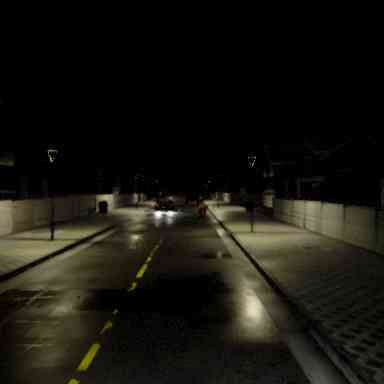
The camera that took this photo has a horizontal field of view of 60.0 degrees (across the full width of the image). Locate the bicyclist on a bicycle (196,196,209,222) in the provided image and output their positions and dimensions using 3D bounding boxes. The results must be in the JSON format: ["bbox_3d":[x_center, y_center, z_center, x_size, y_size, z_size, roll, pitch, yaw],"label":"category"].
[{"bbox_3d":[0.777,1.279,23.326,0.866,1.612,1.509,0,0,0],"label":"bicyclist on a bicycle"}]

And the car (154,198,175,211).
[{"bbox_3d":[-2.860,1.325,35.494,1.994,1.385,4.181,0,0,0],"label":"car"}]

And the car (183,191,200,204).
[{"bbox_3d":[0.052,0.856,54.892,2.150,2.045,5.566,0,0,0],"label":"car"}]

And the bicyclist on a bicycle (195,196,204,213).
[{"bbox_3d":[0.774,1.213,33.230,0.866,1.612,1.509,0,0,0],"label":"bicyclist on a bicycle"}]

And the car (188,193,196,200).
[{"bbox_3d":[-0.033,1.007,74.151,1.837,1.490,4.892,0,0,0],"label":"car"}]
